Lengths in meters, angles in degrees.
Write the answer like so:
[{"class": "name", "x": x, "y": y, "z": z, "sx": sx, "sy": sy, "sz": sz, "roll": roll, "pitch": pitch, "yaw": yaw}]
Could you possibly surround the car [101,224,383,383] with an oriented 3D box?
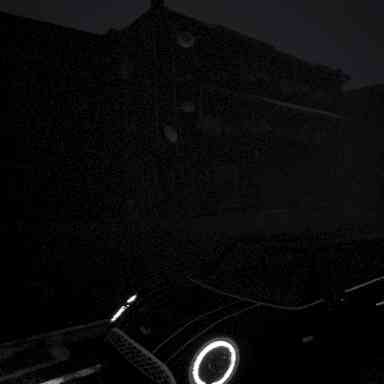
[{"class": "car", "x": 1.190, "y": 1.359, "z": 4.367, "sx": 4.553, "sy": 1.767, "sz": 2.097, "roll": 0, "pitch": 0, "yaw": -37}]
